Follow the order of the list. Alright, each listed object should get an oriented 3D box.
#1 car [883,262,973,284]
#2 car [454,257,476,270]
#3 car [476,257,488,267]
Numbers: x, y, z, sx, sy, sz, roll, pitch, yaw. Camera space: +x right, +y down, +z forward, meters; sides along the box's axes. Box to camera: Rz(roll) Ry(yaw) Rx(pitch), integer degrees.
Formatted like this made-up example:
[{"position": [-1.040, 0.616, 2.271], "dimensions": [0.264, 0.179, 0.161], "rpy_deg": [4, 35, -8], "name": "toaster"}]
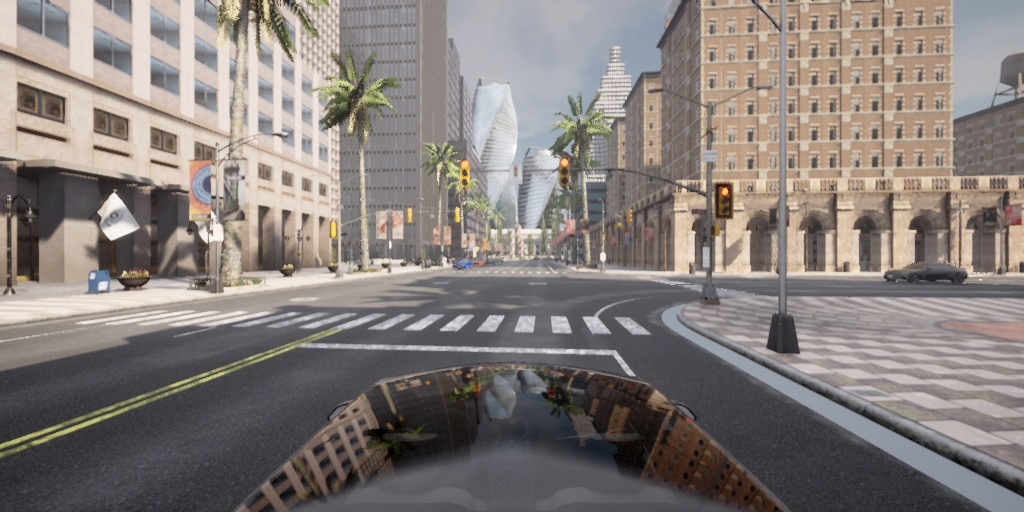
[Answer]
[{"position": [30.123, 1.236, 26.154], "dimensions": [4.674, 1.442, 1.812], "rpy_deg": [0, 0, 5], "name": "car"}, {"position": [-6.799, 1.155, 50.190], "dimensions": [1.882, 1.535, 5.008], "rpy_deg": [0, 0, 5], "name": "car"}, {"position": [-5.842, 1.014, 60.702], "dimensions": [2.097, 1.767, 4.553], "rpy_deg": [0, 0, 4], "name": "car"}]
